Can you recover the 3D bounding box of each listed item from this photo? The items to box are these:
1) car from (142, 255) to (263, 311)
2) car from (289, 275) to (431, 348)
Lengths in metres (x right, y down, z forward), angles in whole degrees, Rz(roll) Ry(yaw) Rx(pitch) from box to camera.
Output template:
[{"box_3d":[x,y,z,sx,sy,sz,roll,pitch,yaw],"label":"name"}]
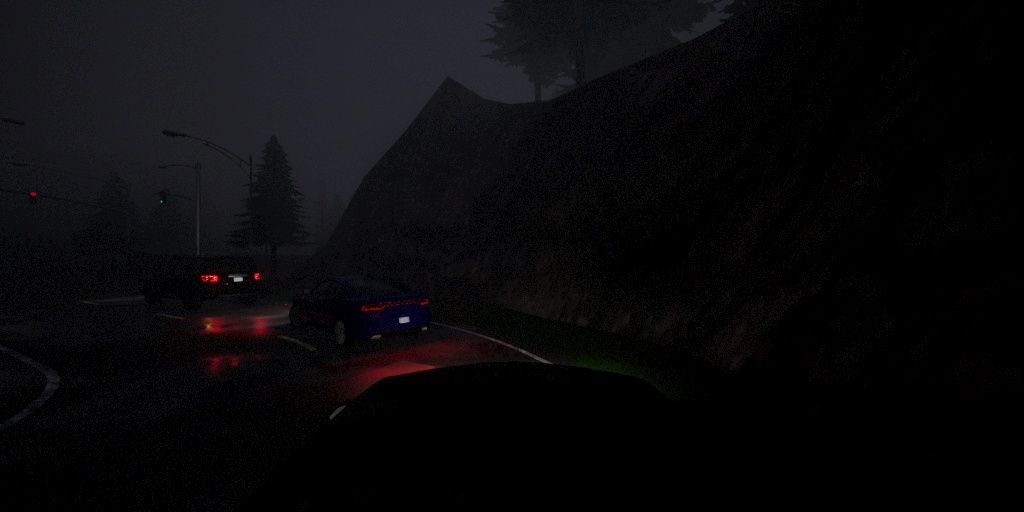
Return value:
[{"box_3d":[-12.648,0.971,14.647,5.566,2.045,2.150,0,0,27],"label":"car"},{"box_3d":[-4.129,1.228,9.418,5.008,1.535,1.882,0,0,43],"label":"car"}]
